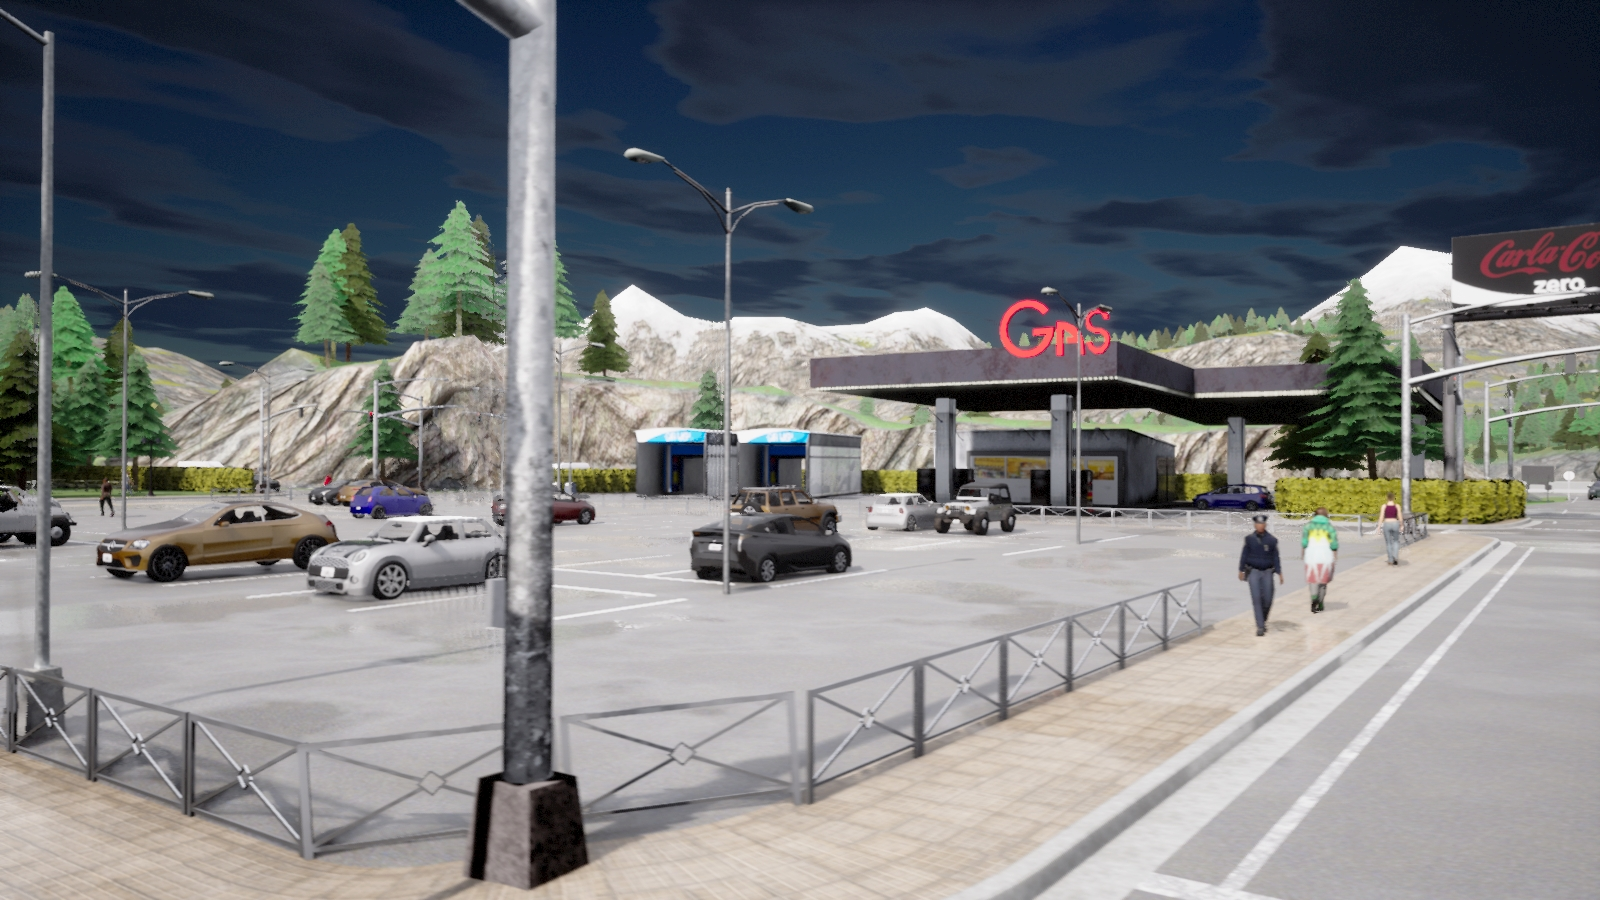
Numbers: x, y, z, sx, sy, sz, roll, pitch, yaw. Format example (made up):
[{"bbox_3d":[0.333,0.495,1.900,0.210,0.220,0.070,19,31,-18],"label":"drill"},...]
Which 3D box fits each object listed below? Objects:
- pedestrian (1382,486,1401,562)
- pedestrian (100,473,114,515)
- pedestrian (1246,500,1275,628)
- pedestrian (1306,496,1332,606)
[{"bbox_3d":[14.736,1.834,28.461,0.375,1.860,0.375,0,-1,22],"label":"pedestrian"},{"bbox_3d":[-31.057,1.958,51.209,0.375,1.860,0.375,0,-1,28],"label":"pedestrian"},{"bbox_3d":[6.891,1.693,17.097,0.375,1.860,0.375,0,-1,19],"label":"pedestrian"},{"bbox_3d":[8.946,1.726,19.699,0.375,1.860,0.375,0,-1,30],"label":"pedestrian"}]
